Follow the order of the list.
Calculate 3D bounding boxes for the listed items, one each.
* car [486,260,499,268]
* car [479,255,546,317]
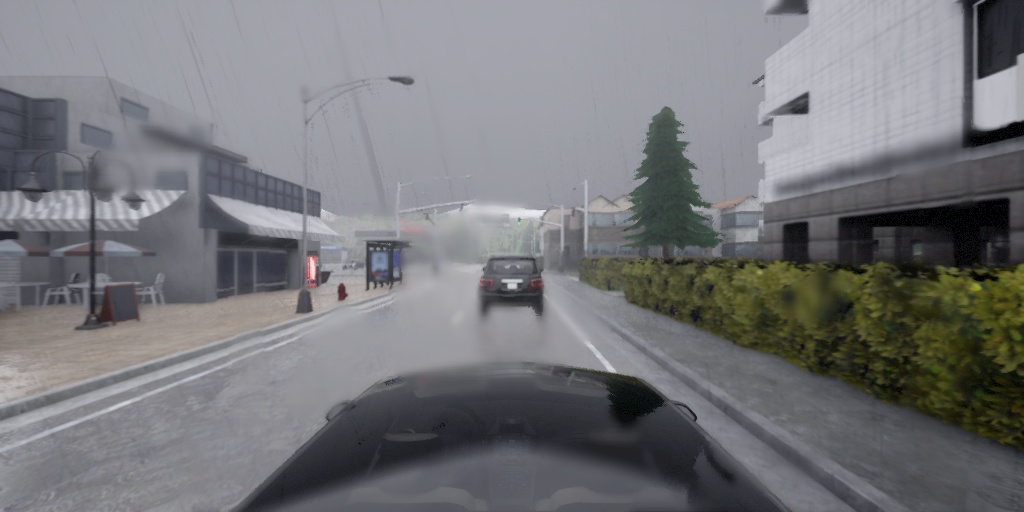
[{"bbox_3d":[-3.505,1.418,65.107,1.895,1.301,4.718,0,0,1],"label":"car"},{"bbox_3d":[0.034,0.986,13.428,2.150,2.045,5.566,0,0,1],"label":"car"}]
